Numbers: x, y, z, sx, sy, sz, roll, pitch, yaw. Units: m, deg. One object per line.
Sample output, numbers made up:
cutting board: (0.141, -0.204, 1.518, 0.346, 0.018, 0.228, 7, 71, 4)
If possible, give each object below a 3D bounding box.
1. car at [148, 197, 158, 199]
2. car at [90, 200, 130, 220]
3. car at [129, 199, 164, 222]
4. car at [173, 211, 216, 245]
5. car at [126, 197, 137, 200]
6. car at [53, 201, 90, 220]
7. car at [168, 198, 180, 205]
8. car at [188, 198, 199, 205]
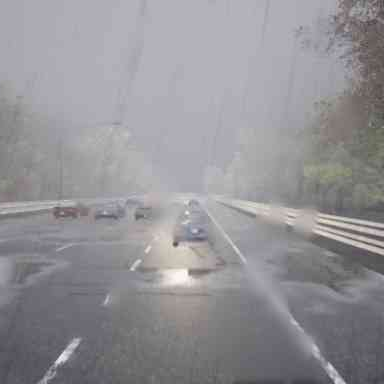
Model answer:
car: (-6.703, 1.600, 57.089, 1.882, 1.535, 5.008, 0, 0, 0)
car: (-6.869, 1.622, 28.342, 1.994, 1.385, 4.181, 0, 0, 0)
car: (-3.374, 1.547, 26.743, 2.128, 1.511, 4.902, 0, 0, 0)
car: (0.099, 1.579, 15.560, 2.033, 1.411, 5.357, 0, 0, 0)
car: (-10.203, 1.627, 56.986, 1.837, 1.490, 4.892, 0, 0, 0)
car: (-10.367, 1.538, 29.092, 1.882, 1.535, 5.008, 0, 0, 0)
car: (-3.179, 1.729, 59.773, 1.895, 1.301, 4.718, 0, 0, 0)
car: (0.321, 1.729, 59.846, 1.895, 1.301, 4.718, 0, 0, 0)
